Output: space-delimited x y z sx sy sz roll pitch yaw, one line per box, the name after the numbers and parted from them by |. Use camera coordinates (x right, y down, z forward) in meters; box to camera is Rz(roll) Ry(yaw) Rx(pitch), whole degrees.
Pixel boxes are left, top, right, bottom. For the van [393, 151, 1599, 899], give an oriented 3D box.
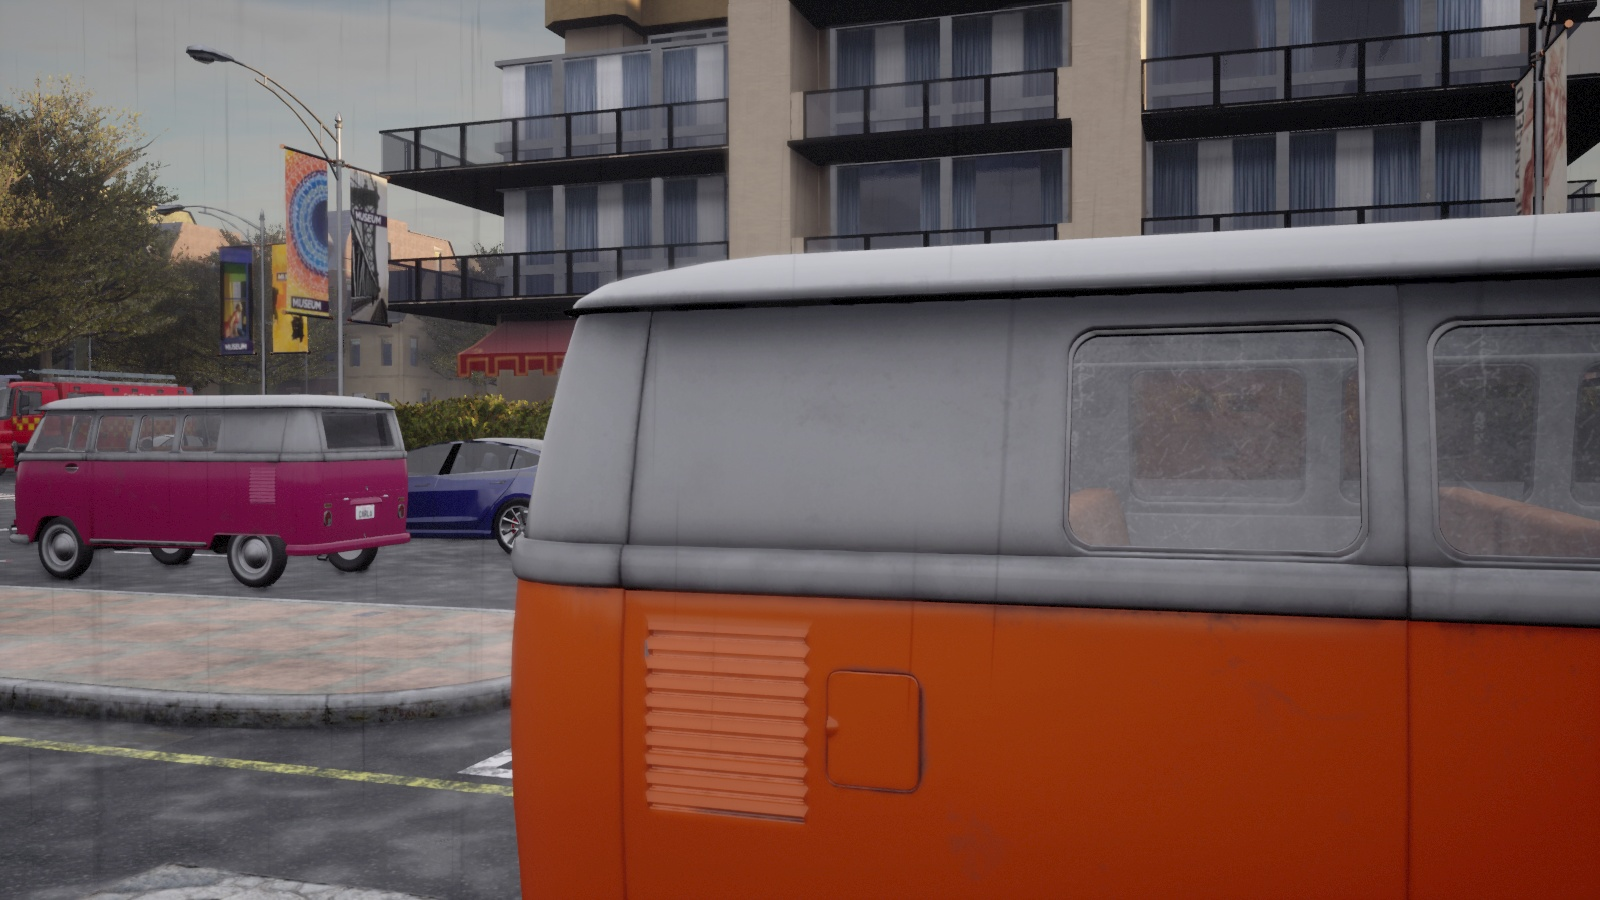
1.570 0.543 2.661 4.442 1.987 1.775 1 1 19 | van

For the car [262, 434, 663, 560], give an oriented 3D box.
-4.484 0.540 16.834 4.792 1.488 2.163 1 1 19 | car

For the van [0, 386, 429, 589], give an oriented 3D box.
-6.511 0.334 13.820 4.442 1.987 1.775 1 1 19 | van

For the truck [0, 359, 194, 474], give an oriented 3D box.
-26.770 -1.180 46.298 2.891 3.827 8.468 1 1 18 | truck
